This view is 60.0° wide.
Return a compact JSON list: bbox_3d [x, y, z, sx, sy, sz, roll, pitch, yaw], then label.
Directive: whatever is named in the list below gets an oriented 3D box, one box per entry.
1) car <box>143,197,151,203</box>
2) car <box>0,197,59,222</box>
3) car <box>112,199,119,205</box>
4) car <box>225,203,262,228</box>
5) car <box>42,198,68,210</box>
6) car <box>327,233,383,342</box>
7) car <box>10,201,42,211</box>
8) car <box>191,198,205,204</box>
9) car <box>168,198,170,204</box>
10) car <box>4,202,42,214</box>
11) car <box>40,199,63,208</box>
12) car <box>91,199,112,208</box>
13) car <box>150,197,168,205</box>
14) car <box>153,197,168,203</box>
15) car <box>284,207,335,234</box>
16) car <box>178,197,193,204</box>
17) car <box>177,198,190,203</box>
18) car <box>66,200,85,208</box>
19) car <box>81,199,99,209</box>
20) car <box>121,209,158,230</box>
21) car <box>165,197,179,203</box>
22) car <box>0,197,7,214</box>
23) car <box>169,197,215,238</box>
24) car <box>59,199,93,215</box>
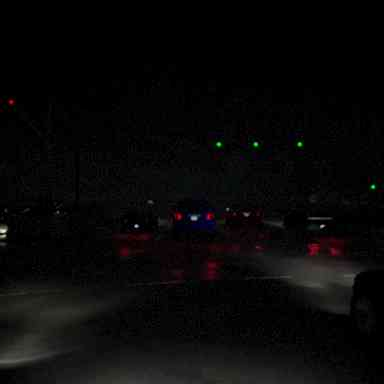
[{"bbox_3d":[-11.864,2.222,89.575,2.128,1.511,4.902,0,-1,-30],"label":"car"},{"bbox_3d":[-14.089,1.503,29.109,2.150,2.045,5.566,0,-1,0],"label":"car"},{"bbox_3d":[-14.225,2.050,59.153,1.882,1.535,5.008,0,-1,-3],"label":"car"},{"bbox_3d":[3.601,1.582,24.073,2.097,1.767,4.553,0,-1,0],"label":"car"},{"bbox_3d":[-20.999,1.847,51.089,2.097,1.767,4.553,0,-1,0],"label":"car"},{"bbox_3d":[3.601,1.530,3.715,2.128,1.511,4.902,0,-1,0],"label":"car"},{"bbox_3d":[-24.500,2.027,49.429,2.033,1.411,5.357,0,-1,0],"label":"car"},{"bbox_3d":[1.525,2.313,84.860,1.837,1.490,4.892,0,-1,-22],"label":"car"},{"bbox_3d":[-4.916,2.344,82.123,1.994,1.385,4.181,0,-1,-22],"label":"car"},{"bbox_3d":[-20.998,1.951,41.572,2.033,1.411,5.357,0,-1,0],"label":"car"},{"bbox_3d":[-24.730,2.063,58.837,2.128,1.511,4.902,0,-1,-3],"label":"car"},{"bbox_3d":[-14.000,2.028,49.691,2.033,1.411,5.357,0,-1,0],"label":"car"},{"bbox_3d":[-7.897,2.360,80.054,1.895,1.301,4.718,0,-1,-22],"label":"car"},{"bbox_3d":[-8.716,2.235,91.104,2.128,1.511,4.902,0,-1,-30],"label":"car"},{"bbox_3d":[7.101,1.688,20.537,2.128,1.511,4.902,0,-1,0],"label":"car"},{"bbox_3d":[-1.669,2.155,83.416,2.097,1.767,4.553,0,-1,-22],"label":"car"},{"bbox_3d":[-2.433,2.332,94.187,1.895,1.301,4.718,0,-1,-30],"label":"car"},{"bbox_3d":[-21.455,2.144,61.496,2.033,1.411,5.357,0,-1,-6],"label":"car"},{"bbox_3d":[-17.624,2.038,57.841,1.882,1.535,5.008,0,-1,-3],"label":"car"},{"bbox_3d":[-3.399,1.818,22.601,1.895,1.301,4.718,0,-1,0],"label":"car"},{"bbox_3d":[-5.567,2.249,92.633,2.128,1.511,4.902,0,-1,-30],"label":"car"},{"bbox_3d":[-24.498,1.604,39.318,2.150,2.045,5.566,0,-1,0],"label":"car"},{"bbox_3d":[0.102,1.403,18.868,2.150,2.045,5.566,0,-1,0],"label":"car"},{"bbox_3d":[-13.998,1.932,39.806,2.033,1.411,5.357,0,-1,0],"label":"car"}]
